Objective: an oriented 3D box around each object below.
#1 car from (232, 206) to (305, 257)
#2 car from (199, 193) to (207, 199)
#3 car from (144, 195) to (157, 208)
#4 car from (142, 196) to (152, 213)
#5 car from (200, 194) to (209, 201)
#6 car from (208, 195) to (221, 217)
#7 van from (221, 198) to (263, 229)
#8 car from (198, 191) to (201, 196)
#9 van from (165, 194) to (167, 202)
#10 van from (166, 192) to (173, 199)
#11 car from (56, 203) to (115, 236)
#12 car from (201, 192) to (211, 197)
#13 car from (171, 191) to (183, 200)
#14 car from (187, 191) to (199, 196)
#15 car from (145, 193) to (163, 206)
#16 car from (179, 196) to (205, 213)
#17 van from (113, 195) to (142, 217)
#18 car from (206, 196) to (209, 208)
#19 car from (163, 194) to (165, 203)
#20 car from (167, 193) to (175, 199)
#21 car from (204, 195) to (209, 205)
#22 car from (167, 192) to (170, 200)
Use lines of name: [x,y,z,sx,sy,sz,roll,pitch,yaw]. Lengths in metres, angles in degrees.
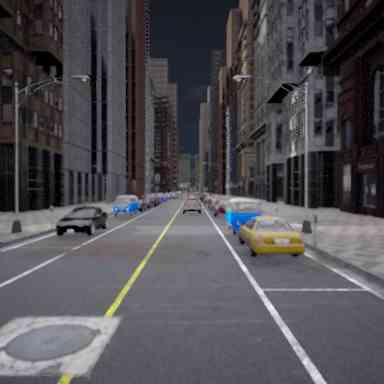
car: [2.763,1.460,12.509,1.752,1.417,4.829,0,0,0]
car: [2.782,1.017,85.609,1.967,1.590,4.097,0,0,0]
car: [-5.754,1.363,40.512,1.947,1.339,4.313,0,0,0]
car: [-5.756,1.391,34.875,1.947,1.339,4.313,0,0,0]
car: [2.780,1.197,74.338,1.947,1.339,4.313,0,0,0]
car: [2.767,1.292,29.247,1.967,1.590,4.097,0,0,0]
van: [2.764,1.249,17.974,1.690,1.788,3.998,0,0,0]
car: [2.776,1.001,63.064,2.192,1.841,5.009,0,0,0]
van: [-5.751,1.055,57.421,1.690,1.788,3.998,0,0,0]
van: [-5.743,0.918,85.604,1.690,1.788,3.998,0,0,0]
car: [-5.760,1.474,17.965,1.947,1.339,4.313,0,0,0]
car: [2.773,1.182,51.792,1.967,1.590,4.097,0,0,0]
car: [-2.981,1.091,71.836,1.994,1.385,4.181,0,0,0]
car: [0.020,1.078,65.440,2.097,1.767,4.553,0,1,0]
car: [-5.754,1.085,46.147,2.192,1.841,5.009,0,0,0]
car: [0.019,1.433,33.518,2.033,1.411,5.357,0,0,0]
van: [-5.758,1.194,29.237,1.690,1.788,3.998,0,0,0]
car: [2.769,1.349,35.054,1.752,1.417,4.829,0,0,0]
car: [-5.751,1.287,51.785,1.887,1.381,4.507,0,0,0]
car: [-5.741,1.077,91.071,1.752,1.417,4.829,0,0,0]
car: [2.770,1.348,40.520,2.008,1.369,4.403,0,0,0]
car: [-5.749,1.127,63.058,1.967,1.590,4.097,0,0,0]
